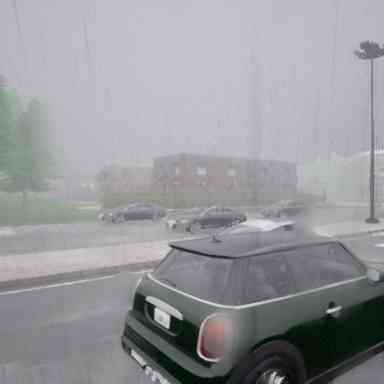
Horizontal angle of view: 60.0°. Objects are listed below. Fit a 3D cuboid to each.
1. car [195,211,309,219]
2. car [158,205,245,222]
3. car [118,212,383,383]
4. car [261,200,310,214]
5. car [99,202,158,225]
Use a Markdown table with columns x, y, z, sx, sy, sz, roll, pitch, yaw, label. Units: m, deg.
| x | y | z | sx | sy | sz | roll | pitch | yaw | label |
| --- | --- | --- | --- | --- | --- | --- | --- | --- | --- |
| 2.519 | 1.514 | 9.840 | 4.674 | 1.442 | 1.812 | 0 | 0 | -35 | car |
| 0.883 | 1.473 | 18.736 | 4.902 | 1.511 | 2.128 | 0 | 0 | -35 | car |
| 1.413 | 1.346 | 4.751 | 4.553 | 1.767 | 2.097 | 0 | 0 | -36 | car |
| 7.921 | 1.471 | 27.991 | 4.892 | 1.490 | 1.837 | 0 | 0 | -35 | car |
| -4.156 | 1.475 | 23.742 | 4.902 | 1.511 | 2.128 | 0 | 0 | -35 | car |
